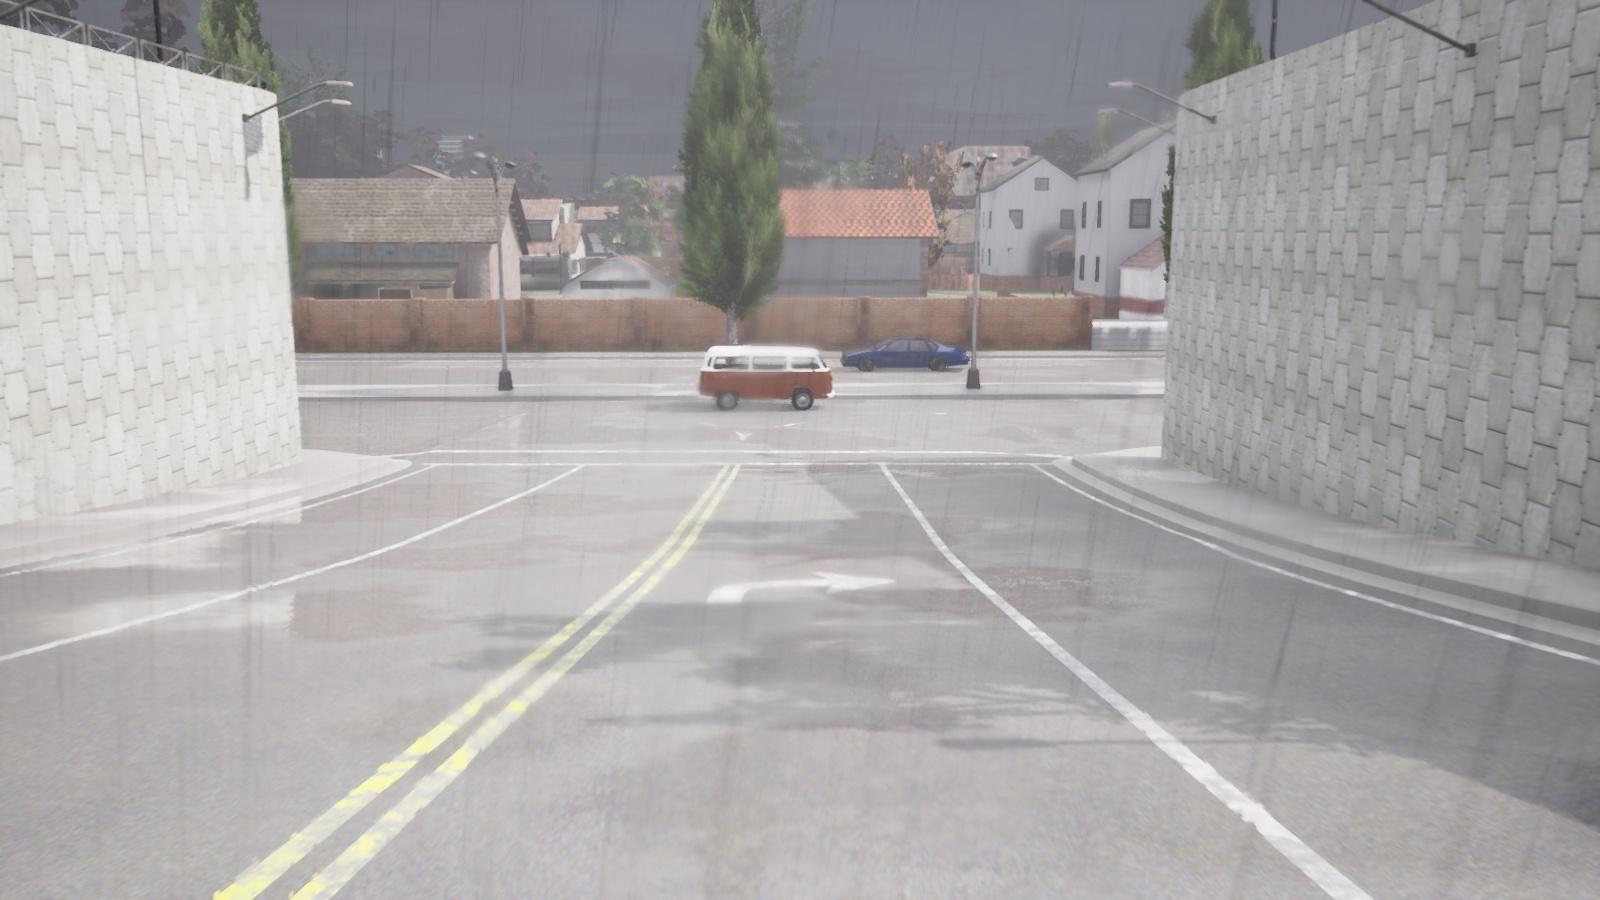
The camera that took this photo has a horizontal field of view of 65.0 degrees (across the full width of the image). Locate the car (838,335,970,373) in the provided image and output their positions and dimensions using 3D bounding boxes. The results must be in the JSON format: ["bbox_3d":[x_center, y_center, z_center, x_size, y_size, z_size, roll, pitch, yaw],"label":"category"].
[{"bbox_3d":[4.306,-4.049,52.719,5.357,1.411,2.033,0,10,-1],"label":"car"}]

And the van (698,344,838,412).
[{"bbox_3d":[-1.027,-2.395,41.258,4.480,2.038,2.069,0,9,-1],"label":"van"}]
